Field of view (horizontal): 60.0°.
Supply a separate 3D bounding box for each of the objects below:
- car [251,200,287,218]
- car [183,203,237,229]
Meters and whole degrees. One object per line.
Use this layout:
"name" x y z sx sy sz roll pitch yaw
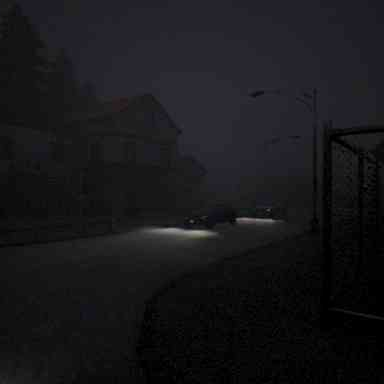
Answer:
"car" 6.977 1.469 29.588 1.812 1.442 4.674 0 0 36
"car" 1.315 1.469 21.671 1.812 1.442 4.674 0 0 35
